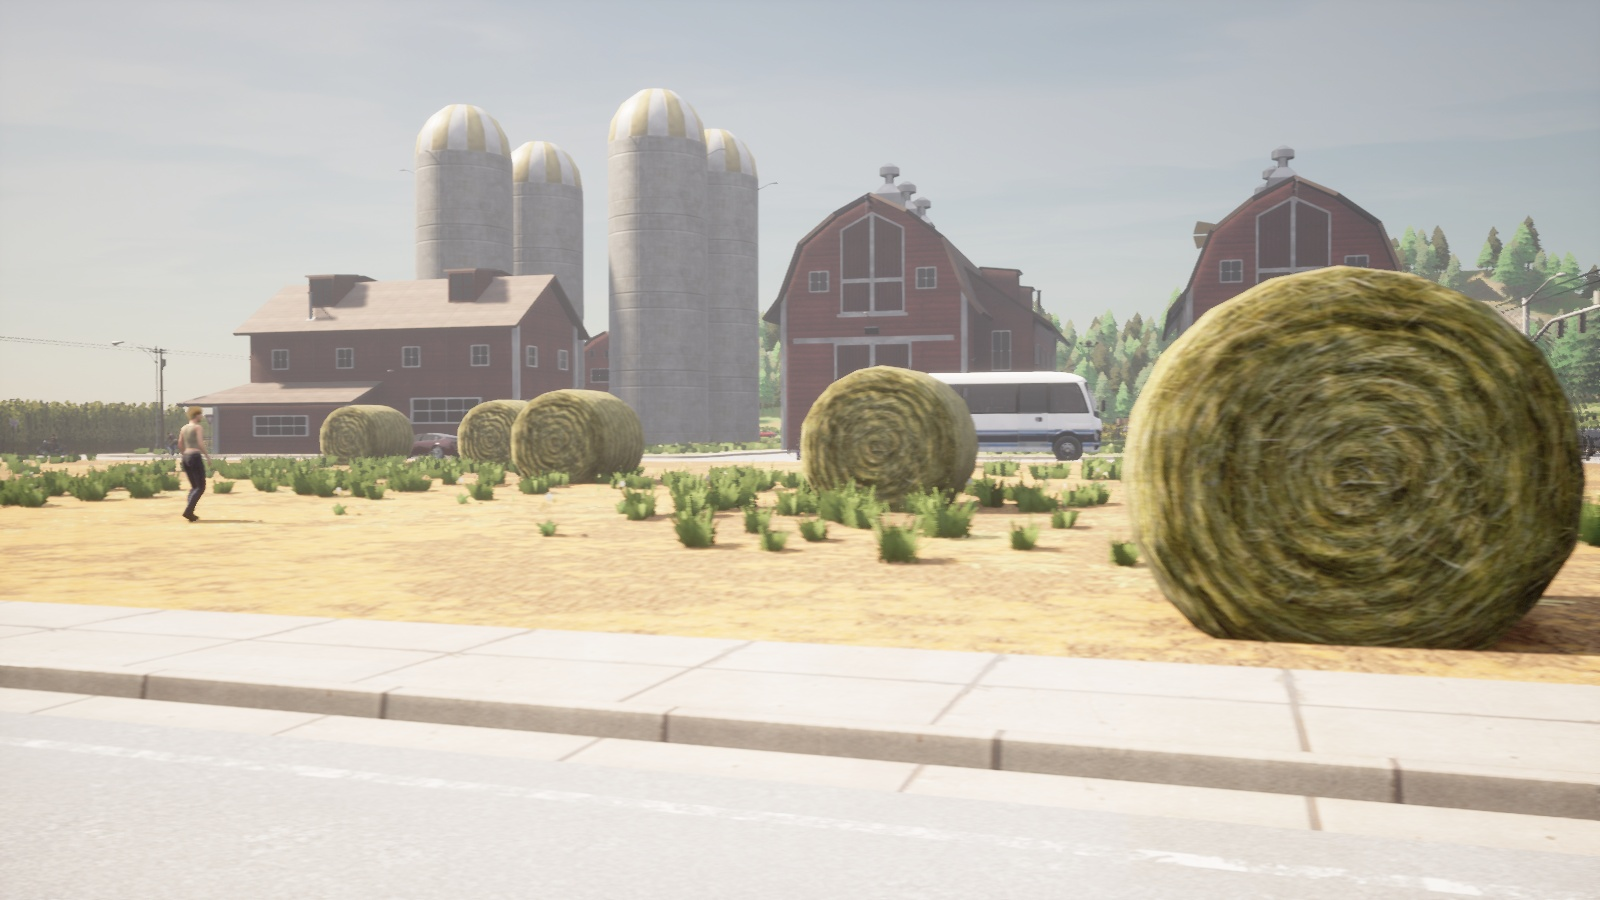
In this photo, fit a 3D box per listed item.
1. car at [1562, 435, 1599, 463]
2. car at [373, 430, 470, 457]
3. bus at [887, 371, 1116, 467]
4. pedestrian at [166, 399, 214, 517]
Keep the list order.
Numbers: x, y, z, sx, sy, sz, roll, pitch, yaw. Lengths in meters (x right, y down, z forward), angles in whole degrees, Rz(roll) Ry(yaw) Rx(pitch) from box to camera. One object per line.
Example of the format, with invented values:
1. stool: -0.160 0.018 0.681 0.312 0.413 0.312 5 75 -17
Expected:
1. car: 43.737 -0.075 69.074 1.837 1.490 4.892 0 1 16
2. car: -21.358 -0.382 70.931 4.792 1.488 2.163 0 1 15
3. bus: 9.528 -1.453 59.147 10.273 4.253 3.944 0 1 15
4. pedestrian: -9.695 0.119 19.958 0.345 1.836 0.594 1 1 30
